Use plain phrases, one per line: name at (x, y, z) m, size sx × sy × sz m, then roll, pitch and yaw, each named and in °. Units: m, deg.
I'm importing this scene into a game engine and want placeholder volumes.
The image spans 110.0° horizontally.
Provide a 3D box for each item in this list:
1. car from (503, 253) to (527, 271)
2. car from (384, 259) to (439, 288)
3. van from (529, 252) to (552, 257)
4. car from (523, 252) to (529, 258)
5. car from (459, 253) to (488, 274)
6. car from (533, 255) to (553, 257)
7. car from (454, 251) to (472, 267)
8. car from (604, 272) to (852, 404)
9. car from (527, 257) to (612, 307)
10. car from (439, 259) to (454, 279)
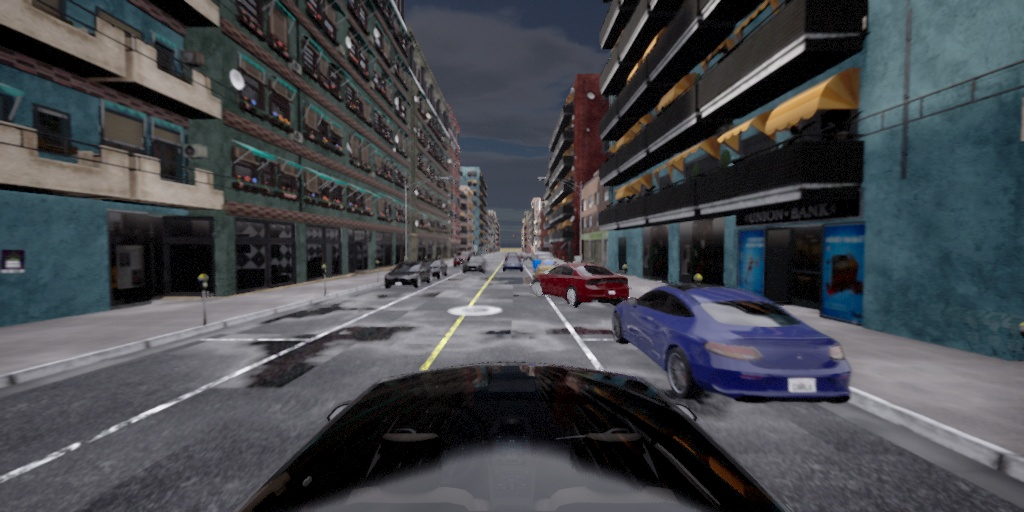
car at (0.084, 0.716, 34.857) m, size 1.994 × 1.385 × 4.181 m, roll 0°, pitch 1°, yaw -1°
car at (-5.696, 0.980, 20.190) m, size 1.948 × 1.339 × 4.313 m, roll 0°, pitch 0°, yaw 0°
van at (2.682, 0.551, 31.556) m, size 1.690 × 1.789 × 3.998 m, roll 0°, pitch 0°, yaw 0°
car at (2.675, 0.262, 59.974) m, size 2.007 × 1.370 × 4.403 m, roll 0°, pitch 0°, yaw 0°
car at (-3.101, 0.728, 30.809) m, size 1.837 × 1.490 × 4.892 m, roll 0°, pitch 1°, yaw 0°
car at (2.683, 0.837, 26.042) m, size 1.751 × 1.417 × 4.829 m, roll 0°, pitch 0°, yaw 0°
car at (-5.702, 0.324, 42.925) m, size 2.192 × 1.841 × 5.009 m, roll 0°, pitch 0°, yaw 0°
car at (3.147, 1.193, 6.190) m, size 1.812 × 1.442 × 4.674 m, roll 0°, pitch 1°, yaw 0°
car at (2.489, 1.000, 14.211) m, size 1.882 × 1.535 × 5.008 m, roll 0°, pitch 1°, yaw -19°
car at (-5.698, 0.878, 25.873) m, size 1.948 × 1.339 × 4.313 m, roll 0°, pitch 0°, yaw 0°
